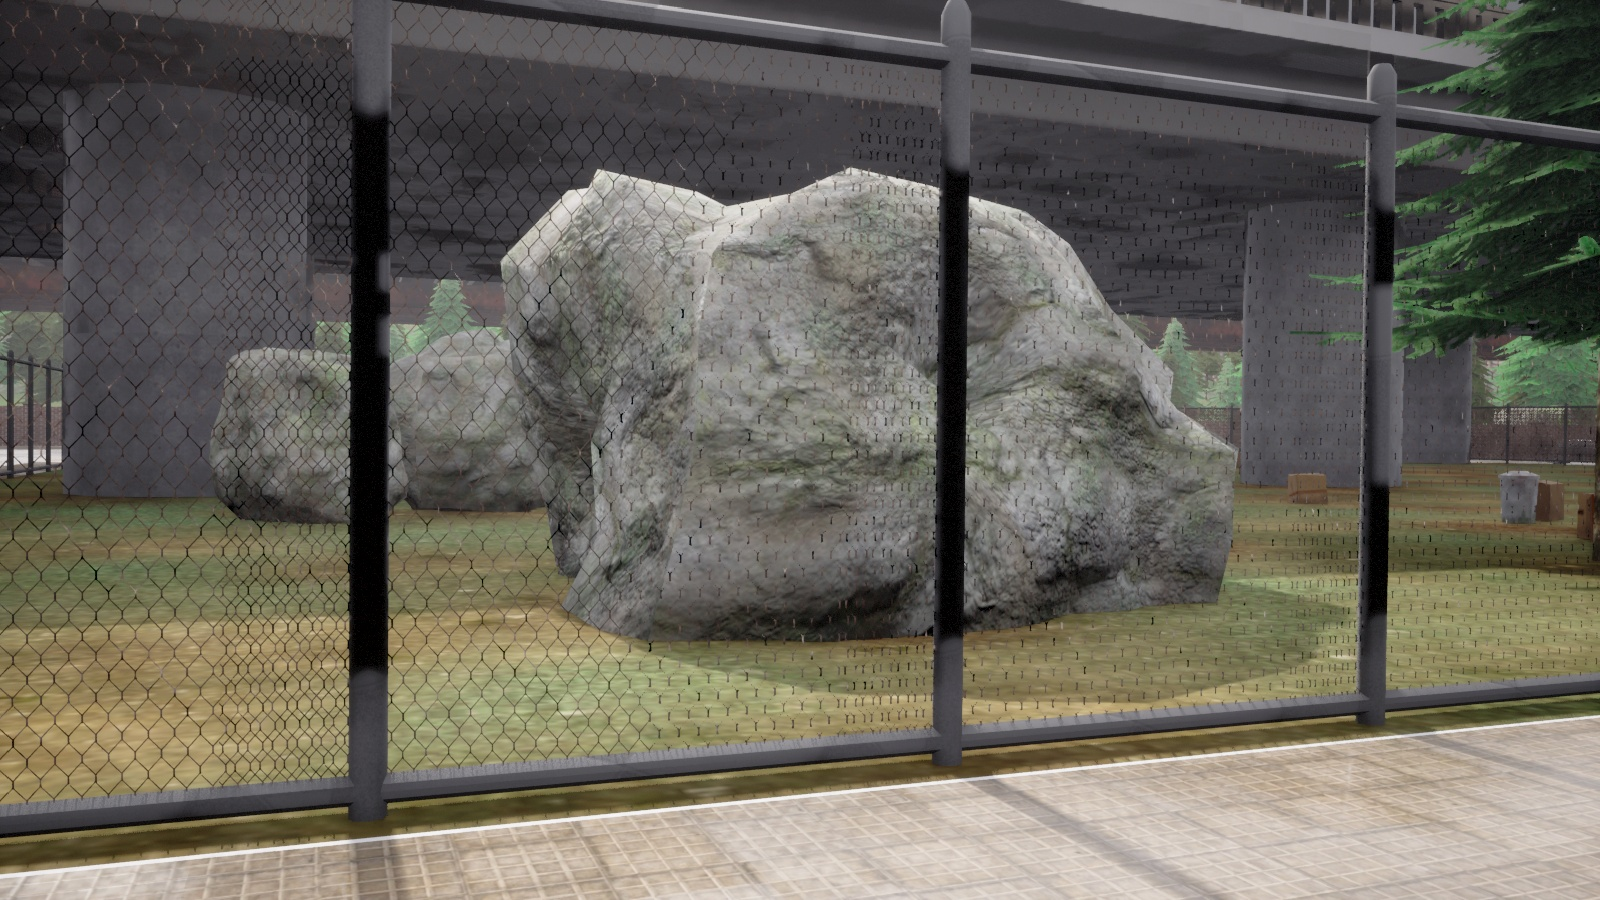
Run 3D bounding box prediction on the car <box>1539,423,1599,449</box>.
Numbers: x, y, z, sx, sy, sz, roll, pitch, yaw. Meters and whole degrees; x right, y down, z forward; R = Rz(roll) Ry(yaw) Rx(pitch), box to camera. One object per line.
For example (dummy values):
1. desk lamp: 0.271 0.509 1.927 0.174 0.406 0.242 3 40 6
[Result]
1. car: 46.449 -0.843 73.752 1.837 1.490 4.892 -1 1 -45
